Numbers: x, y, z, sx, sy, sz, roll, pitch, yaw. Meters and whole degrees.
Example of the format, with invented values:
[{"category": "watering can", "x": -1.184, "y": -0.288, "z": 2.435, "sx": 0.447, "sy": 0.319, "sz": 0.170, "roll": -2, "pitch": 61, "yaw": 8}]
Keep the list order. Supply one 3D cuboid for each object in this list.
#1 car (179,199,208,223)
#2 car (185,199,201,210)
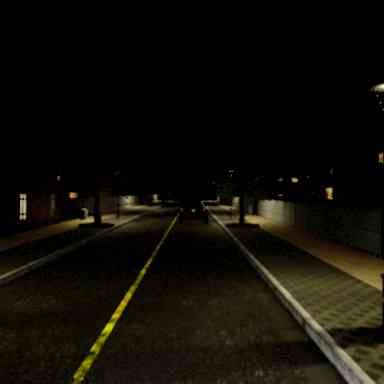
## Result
[{"category": "car", "x": 0.105, "y": 1.355, "z": 25.616, "sx": 2.097, "sy": 1.767, "sz": 4.553, "roll": 0, "pitch": 0, "yaw": 0}, {"category": "car", "x": 0.111, "y": 1.574, "z": 42.950, "sx": 1.994, "sy": 1.385, "sz": 4.181, "roll": 0, "pitch": 0, "yaw": 0}]
